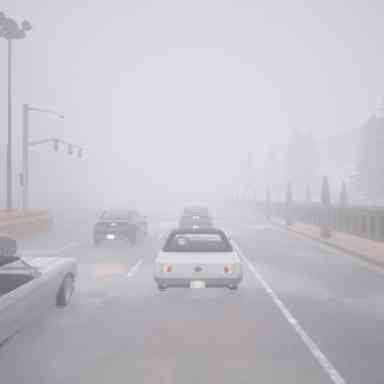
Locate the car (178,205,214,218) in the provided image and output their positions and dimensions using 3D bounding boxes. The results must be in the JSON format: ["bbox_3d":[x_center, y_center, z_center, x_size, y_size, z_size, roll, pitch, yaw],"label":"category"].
[{"bbox_3d":[0.223,1.563,19.745,1.837,1.490,4.892,0,0,0],"label":"car"}]

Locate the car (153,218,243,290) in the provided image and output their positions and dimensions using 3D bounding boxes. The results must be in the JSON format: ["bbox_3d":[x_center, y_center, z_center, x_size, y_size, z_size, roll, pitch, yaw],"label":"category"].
[{"bbox_3d":[0.149,1.630,9.091,1.895,1.301,4.718,0,0,1],"label":"car"}]

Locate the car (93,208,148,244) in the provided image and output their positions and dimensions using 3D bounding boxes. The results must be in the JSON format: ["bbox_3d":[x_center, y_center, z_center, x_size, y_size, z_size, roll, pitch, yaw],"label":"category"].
[{"bbox_3d":[-3.305,1.553,16.005,1.837,1.490,4.892,0,0,0],"label":"car"}]

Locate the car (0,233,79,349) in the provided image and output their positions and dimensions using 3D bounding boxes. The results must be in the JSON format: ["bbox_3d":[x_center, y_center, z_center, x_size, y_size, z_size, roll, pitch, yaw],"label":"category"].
[{"bbox_3d":[-3.375,1.620,5.103,1.895,1.301,4.718,0,0,0],"label":"car"}]
